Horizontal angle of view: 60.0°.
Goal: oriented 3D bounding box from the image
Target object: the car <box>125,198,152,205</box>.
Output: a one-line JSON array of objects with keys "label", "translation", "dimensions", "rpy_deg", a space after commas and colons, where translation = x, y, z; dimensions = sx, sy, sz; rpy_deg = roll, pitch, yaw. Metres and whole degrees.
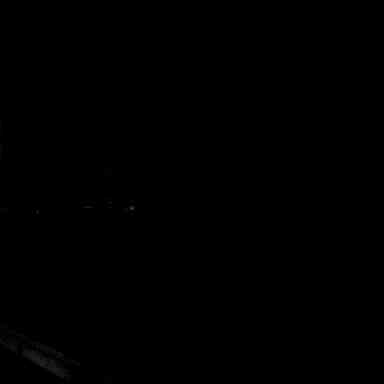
[{"label": "car", "translation": [-8.287, 1.384, 52.410], "dimensions": [1.837, 1.490, 4.892], "rpy_deg": [0, 1, 39]}]

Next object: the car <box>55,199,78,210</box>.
[{"label": "car", "translation": [-17.051, 1.538, 41.529], "dimensions": [2.033, 1.411, 5.357], "rpy_deg": [0, 0, 39]}]

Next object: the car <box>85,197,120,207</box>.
[{"label": "car", "translation": [-13.706, 1.475, 51.270], "dimensions": [2.033, 1.411, 5.357], "rpy_deg": [0, 1, 39]}]

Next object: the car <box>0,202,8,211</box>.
[{"label": "car", "translation": [-22.217, 1.562, 40.708], "dimensions": [1.994, 1.385, 4.181], "rpy_deg": [0, 0, 38]}]
